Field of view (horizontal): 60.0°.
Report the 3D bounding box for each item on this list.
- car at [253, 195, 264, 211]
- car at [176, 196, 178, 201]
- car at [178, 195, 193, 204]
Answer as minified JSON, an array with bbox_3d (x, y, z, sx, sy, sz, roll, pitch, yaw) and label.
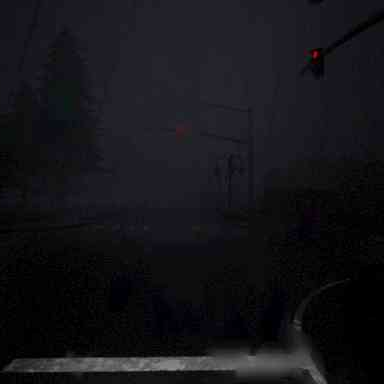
[{"bbox_3d":[8.887,1.144,36.211,4.605,1.855,1.932,0,0,-1],"label":"car"},{"bbox_3d":[-2.161,1.327,71.021,1.812,1.442,4.674,0,0,-13],"label":"car"},{"bbox_3d":[-0.873,1.518,60.836,2.033,1.411,5.357,0,0,-7],"label":"car"}]
